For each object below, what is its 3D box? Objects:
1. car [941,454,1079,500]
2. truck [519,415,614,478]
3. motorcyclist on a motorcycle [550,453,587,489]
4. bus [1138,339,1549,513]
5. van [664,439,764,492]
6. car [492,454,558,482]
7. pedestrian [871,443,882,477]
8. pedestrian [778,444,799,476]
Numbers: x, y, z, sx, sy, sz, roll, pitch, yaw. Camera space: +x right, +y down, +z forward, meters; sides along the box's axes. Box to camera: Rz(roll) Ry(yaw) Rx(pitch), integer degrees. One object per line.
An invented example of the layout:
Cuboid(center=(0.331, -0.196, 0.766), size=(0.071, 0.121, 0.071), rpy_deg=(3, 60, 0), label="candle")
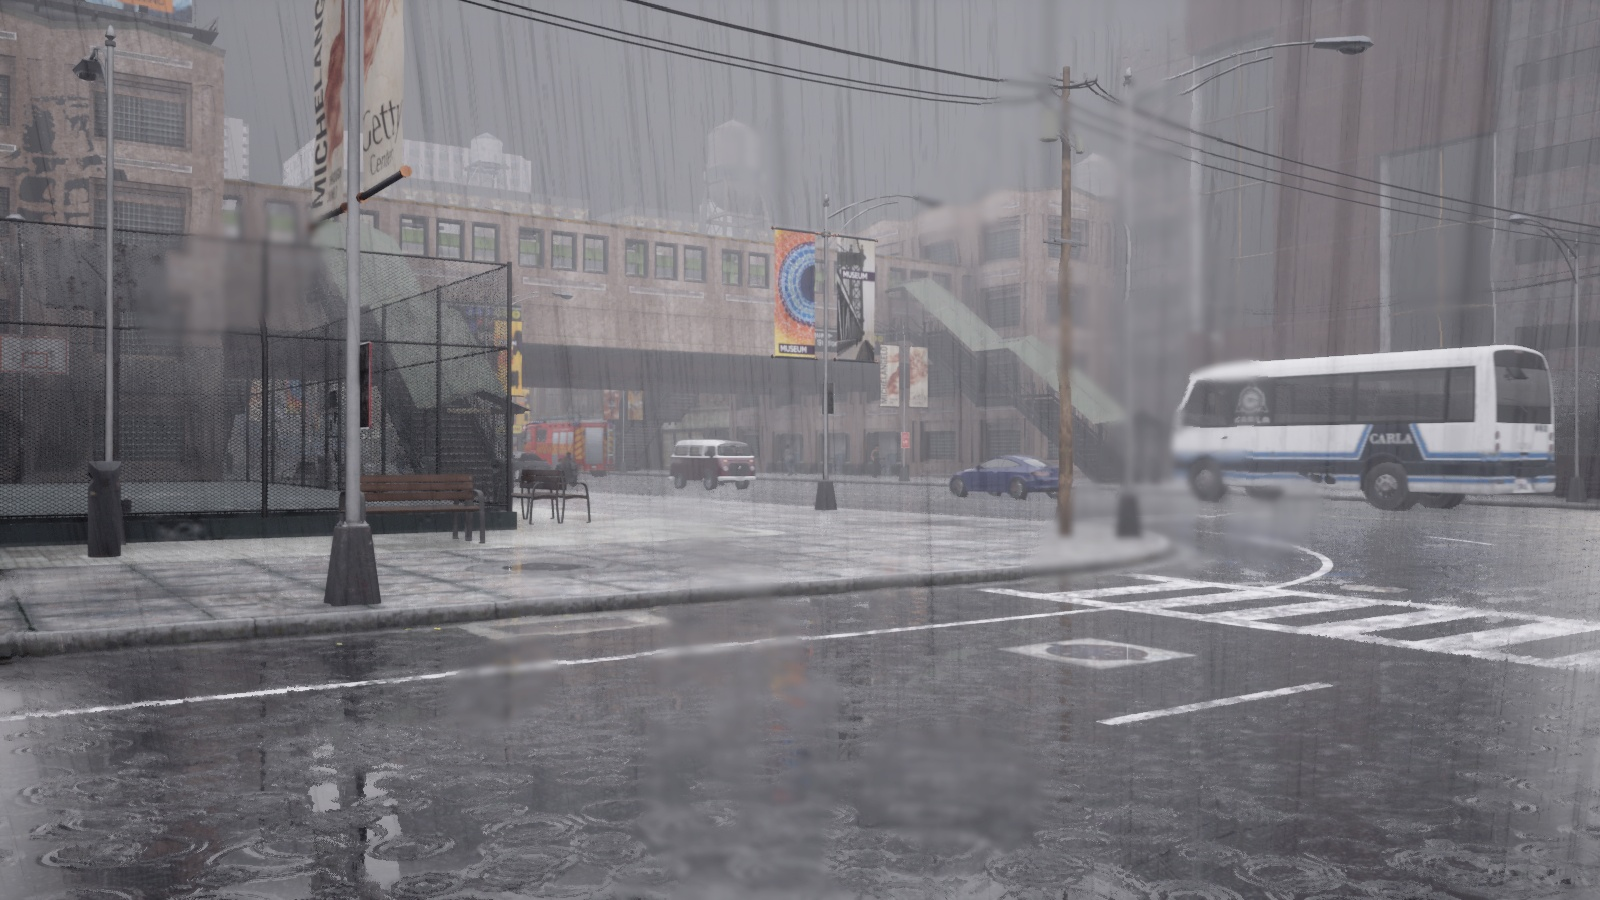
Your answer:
Cuboid(center=(6.920, 0.858, 41.814), size=(1.812, 1.442, 4.674), rpy_deg=(0, 0, -34), label="car")
Cuboid(center=(-15.128, -0.190, 80.915), size=(2.891, 3.827, 8.468), rpy_deg=(0, 0, -34), label="truck")
Cuboid(center=(-10.039, 0.881, 54.422), size=(0.797, 1.523, 2.044), rpy_deg=(0, 0, -34), label="motorcyclist on a motorcycle")
Cuboid(center=(15.070, -0.575, 36.004), size=(3.944, 4.253, 10.273), rpy_deg=(0, 0, -34), label="bus")
Cuboid(center=(-3.554, 0.601, 51.063), size=(2.069, 2.038, 4.480), rpy_deg=(0, 0, -34), label="van")
Cuboid(center=(-14.980, 0.948, 68.191), size=(1.837, 1.490, 4.892), rpy_deg=(0, 0, -34), label="car")
Cuboid(center=(4.154, 0.560, 68.475), size=(0.345, 1.836, 0.594), rpy_deg=(0, 0, -28), label="pedestrian")
Cuboid(center=(-0.669, 0.581, 72.976), size=(0.874, 1.855, 0.900), rpy_deg=(0, 0, -40), label="pedestrian")
